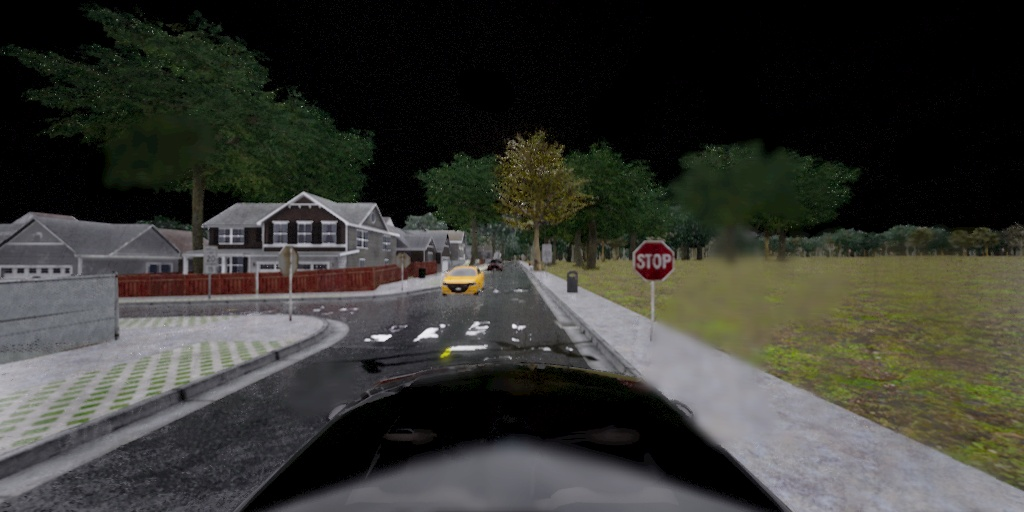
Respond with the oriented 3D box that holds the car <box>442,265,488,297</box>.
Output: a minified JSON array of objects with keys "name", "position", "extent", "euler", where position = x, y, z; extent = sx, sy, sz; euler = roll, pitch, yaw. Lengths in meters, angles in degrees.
[{"name":"car","position":[-2.609,1.319,20.030],"extent":[1.882,1.535,5.008],"euler":[-1,0,0]}]

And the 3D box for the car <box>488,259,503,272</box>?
[{"name":"car","position":[-2.351,1.263,51.147],"extent":[2.097,1.767,4.553],"euler":[0,0,0]}]
